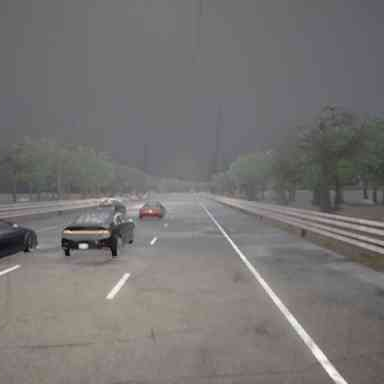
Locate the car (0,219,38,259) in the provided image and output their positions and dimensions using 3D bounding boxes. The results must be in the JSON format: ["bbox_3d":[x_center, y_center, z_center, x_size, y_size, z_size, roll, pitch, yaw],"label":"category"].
[{"bbox_3d":[-6.899,1.554,11.028,1.994,1.385,4.181,0,0,0],"label":"car"}]

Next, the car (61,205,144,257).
[{"bbox_3d":[-3.398,1.480,12.838,2.128,1.511,4.902,0,0,0],"label":"car"}]

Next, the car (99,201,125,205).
[{"bbox_3d":[-6.896,1.473,28.595,2.128,1.511,4.902,0,0,0],"label":"car"}]

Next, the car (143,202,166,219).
[{"bbox_3d":[-3.396,1.545,29.153,1.994,1.385,4.181,0,0,0],"label":"car"}]
